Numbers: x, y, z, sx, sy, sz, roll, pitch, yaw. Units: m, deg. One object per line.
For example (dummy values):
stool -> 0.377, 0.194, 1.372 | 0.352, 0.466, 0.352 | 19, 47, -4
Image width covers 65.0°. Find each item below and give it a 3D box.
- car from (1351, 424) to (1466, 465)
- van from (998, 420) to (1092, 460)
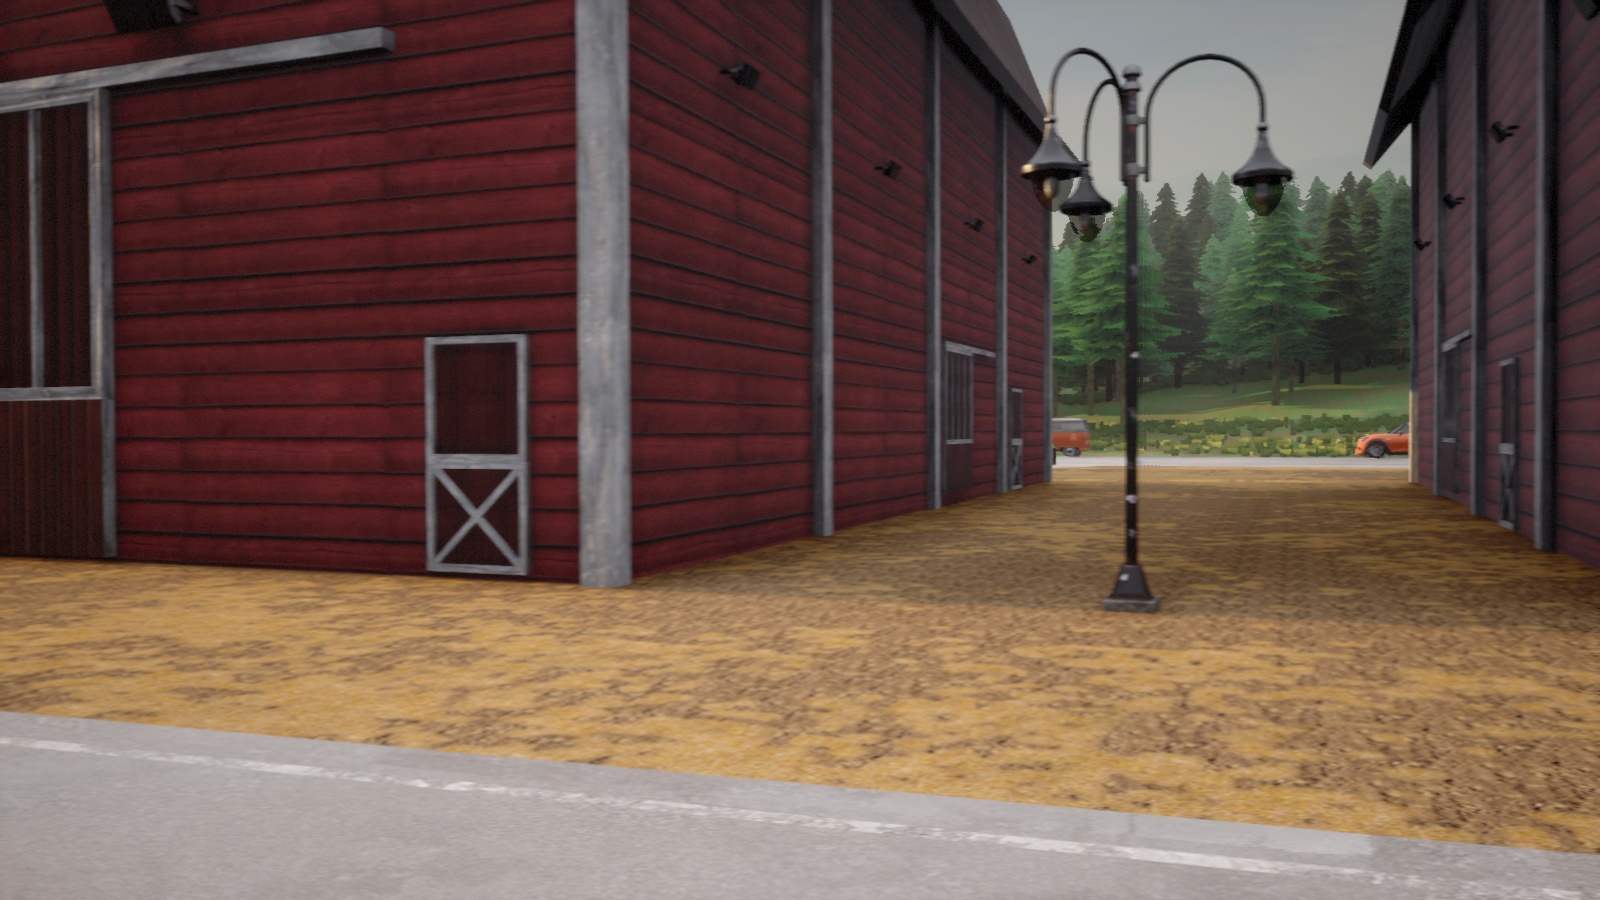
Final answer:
car -> 27.759, -0.274, 57.455 | 4.553, 1.767, 2.097 | 1, 1, 22
van -> 12.415, -0.536, 63.633 | 4.442, 1.987, 1.775 | 1, 1, 22
